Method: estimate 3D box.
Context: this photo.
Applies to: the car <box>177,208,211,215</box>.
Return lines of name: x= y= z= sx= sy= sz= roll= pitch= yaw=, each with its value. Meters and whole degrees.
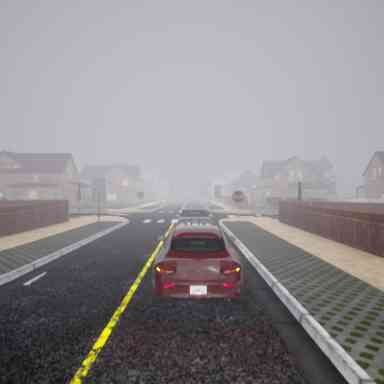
car: x=0.135 y=1.540 z=17.810 sx=2.033 sy=1.411 sz=5.357 roll=0 pitch=0 yaw=0

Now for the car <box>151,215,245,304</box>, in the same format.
car: x=0.119 y=1.522 z=8.028 sx=1.812 sy=1.442 sz=4.674 roll=0 pitch=0 yaw=0

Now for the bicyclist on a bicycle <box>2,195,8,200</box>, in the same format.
bicyclist on a bicycle: x=-20.084 y=1.192 z=35.776 sx=0.582 sy=1.620 sz=1.656 roll=0 pitch=1 yaw=0
